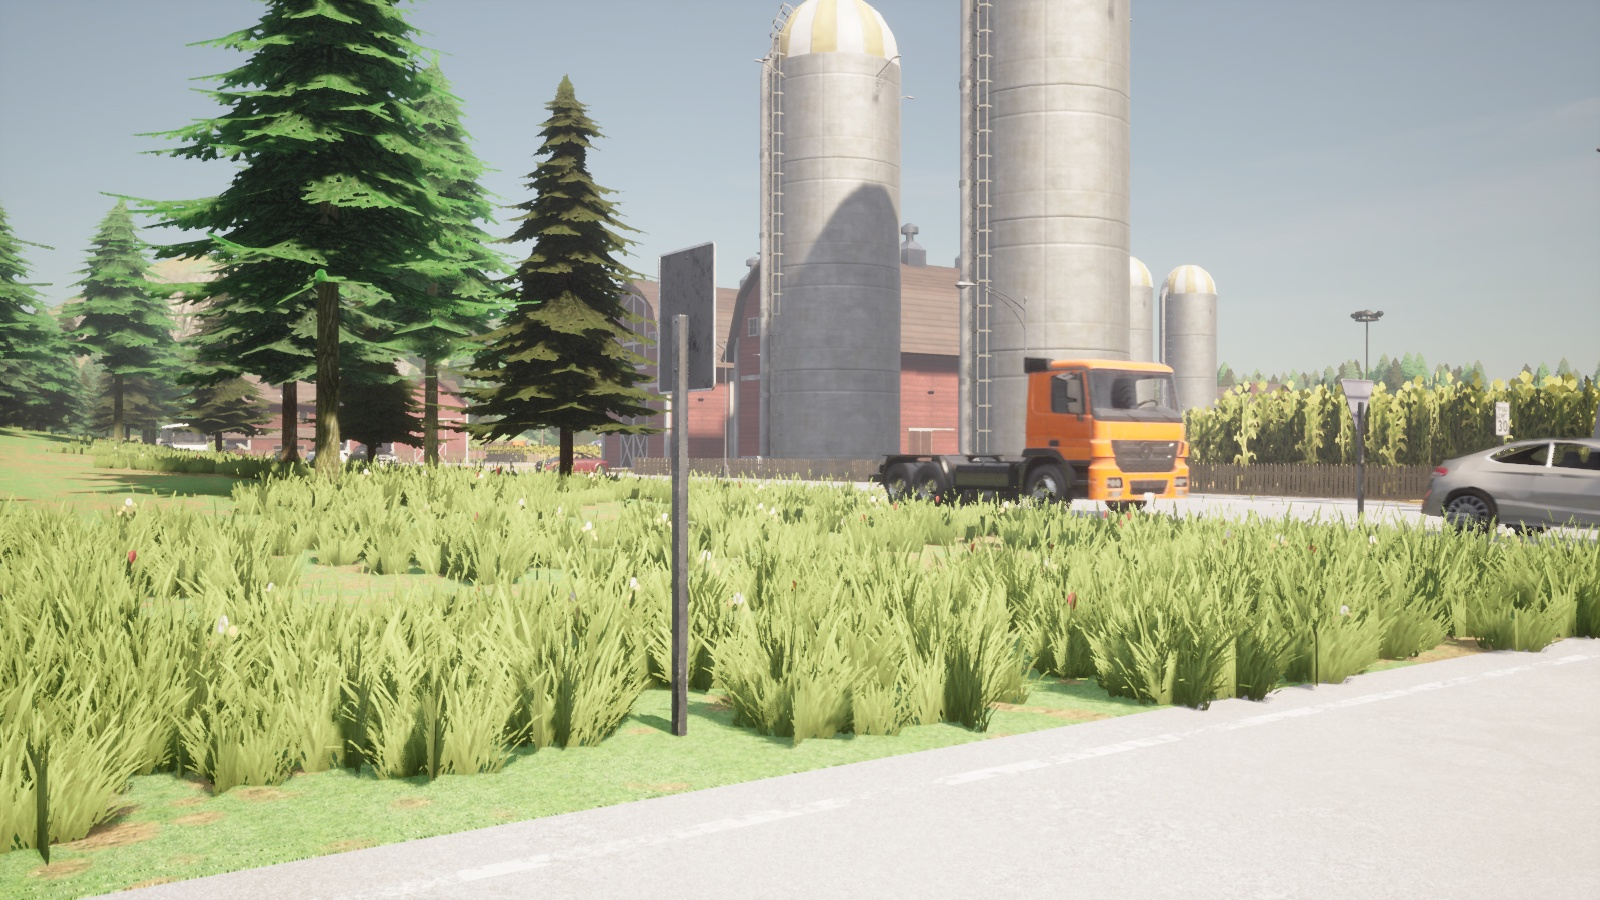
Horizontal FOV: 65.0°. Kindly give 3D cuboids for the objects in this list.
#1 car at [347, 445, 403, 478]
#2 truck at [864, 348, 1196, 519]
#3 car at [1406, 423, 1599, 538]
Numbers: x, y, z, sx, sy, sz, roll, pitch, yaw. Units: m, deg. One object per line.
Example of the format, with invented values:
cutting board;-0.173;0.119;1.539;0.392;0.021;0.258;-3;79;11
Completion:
car;-24.781;0.653;73.109;1.932;1.855;4.605;0;0;-34
truck;5.052;-0.315;29.385;2.891;3.462;7.936;0;0;-34
car;12.178;0.438;18.964;2.152;1.651;5.027;0;1;-35
